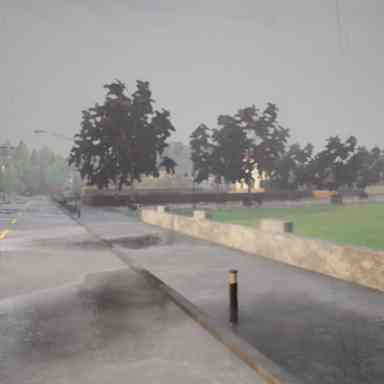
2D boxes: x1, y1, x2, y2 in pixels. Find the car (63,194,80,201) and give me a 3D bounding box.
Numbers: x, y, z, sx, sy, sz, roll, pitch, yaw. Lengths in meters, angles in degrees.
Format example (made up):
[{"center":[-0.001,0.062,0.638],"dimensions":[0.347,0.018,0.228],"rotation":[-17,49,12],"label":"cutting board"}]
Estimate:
[{"center":[-23.548,1.079,66.948],"dimensions":[2.033,1.415,5.357],"rotation":[0,1,25],"label":"car"}]
